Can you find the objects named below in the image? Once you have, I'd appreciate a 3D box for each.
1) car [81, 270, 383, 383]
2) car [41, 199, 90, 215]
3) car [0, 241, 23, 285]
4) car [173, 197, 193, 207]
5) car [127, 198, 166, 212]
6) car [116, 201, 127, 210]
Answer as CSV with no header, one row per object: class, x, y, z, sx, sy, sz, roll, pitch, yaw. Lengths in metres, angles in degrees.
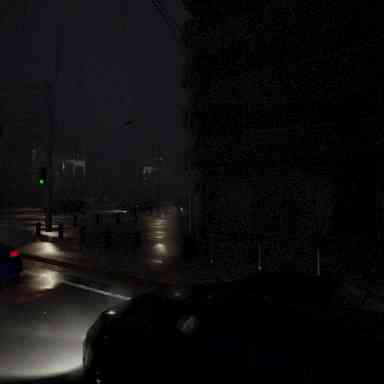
car,0.767,1.564,3.445,4.181,1.385,1.994,0,0,36
car,-12.539,1.449,33.120,1.837,1.490,4.892,0,0,36
car,-6.084,1.564,8.315,4.181,1.385,1.994,0,0,36
car,-0.751,1.449,49.406,1.837,1.490,4.892,0,0,36
car,-4.810,1.508,37.496,1.994,1.385,4.181,0,0,36
car,-6.808,1.492,41.050,2.033,1.411,5.357,0,0,36
